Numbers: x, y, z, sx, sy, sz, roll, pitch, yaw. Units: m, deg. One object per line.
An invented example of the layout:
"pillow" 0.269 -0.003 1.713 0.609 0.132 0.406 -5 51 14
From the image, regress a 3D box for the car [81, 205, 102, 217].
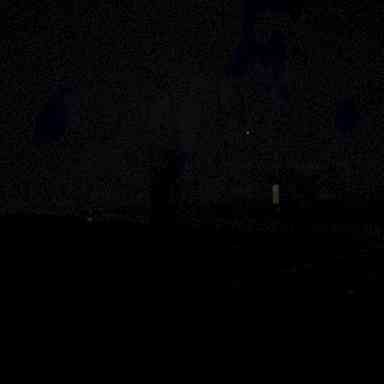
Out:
"car" -15.778 2.883 52.054 2.097 1.767 4.553 -4 0 -35
